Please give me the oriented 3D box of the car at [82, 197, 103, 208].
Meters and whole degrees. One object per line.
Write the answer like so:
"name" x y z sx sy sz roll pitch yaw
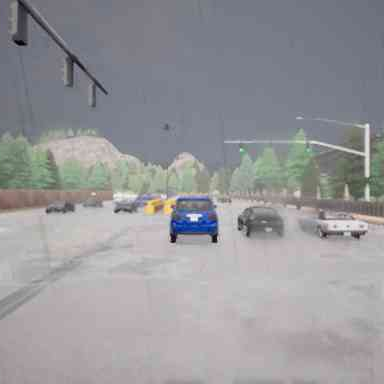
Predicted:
"car" -14.090 1.531 47.380 1.837 1.490 4.892 0 0 0

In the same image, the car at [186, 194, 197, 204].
"car" -0.026 1.391 66.945 2.097 1.767 4.553 0 0 0

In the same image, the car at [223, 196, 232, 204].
"car" 6.974 1.563 66.977 1.812 1.442 4.674 0 0 0

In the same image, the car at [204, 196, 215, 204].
"car" 3.474 1.586 66.559 2.033 1.411 5.357 0 0 0

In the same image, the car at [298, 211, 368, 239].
"car" 7.094 1.611 17.388 1.895 1.301 4.718 0 0 0

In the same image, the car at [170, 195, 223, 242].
"car" 0.094 1.231 16.597 2.150 2.045 5.566 0 0 0

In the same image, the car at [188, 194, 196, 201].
"car" -0.030 1.355 76.978 1.882 1.535 5.008 0 0 0

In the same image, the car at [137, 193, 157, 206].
"car" -7.074 1.246 49.092 2.150 2.045 5.566 0 0 2

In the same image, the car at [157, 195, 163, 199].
"car" -7.026 1.390 66.397 2.097 1.767 4.553 0 0 0

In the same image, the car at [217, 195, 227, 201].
"car" 6.970 1.472 77.011 1.895 1.301 4.718 0 0 0

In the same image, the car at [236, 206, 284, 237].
"car" 3.593 1.516 18.003 1.837 1.490 4.892 0 0 0

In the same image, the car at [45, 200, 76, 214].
"car" -14.101 1.584 35.856 1.994 1.385 4.181 0 0 0

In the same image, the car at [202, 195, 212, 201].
"car" 3.470 1.417 76.979 2.033 1.411 5.357 0 0 0

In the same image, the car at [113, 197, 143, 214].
"car" -7.104 1.568 36.427 2.033 1.411 5.357 0 0 0
